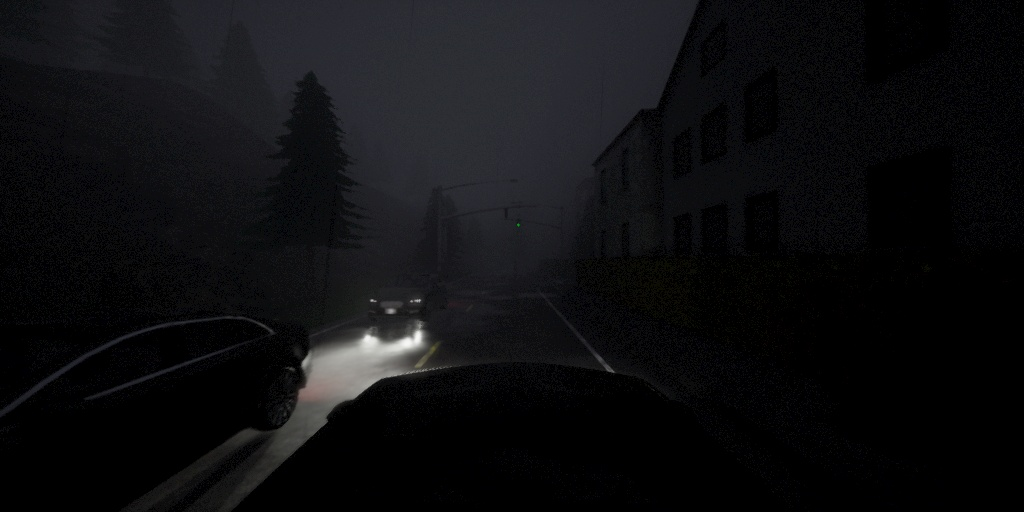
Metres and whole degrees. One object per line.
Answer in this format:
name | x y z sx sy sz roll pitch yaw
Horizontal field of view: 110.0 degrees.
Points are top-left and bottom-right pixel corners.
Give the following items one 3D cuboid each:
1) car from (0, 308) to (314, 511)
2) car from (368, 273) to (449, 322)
car | -3.591 1.255 2.841 2.128 1.511 4.902 0 -1 0
car | -3.544 1.378 12.999 2.128 1.511 4.902 0 -1 1
